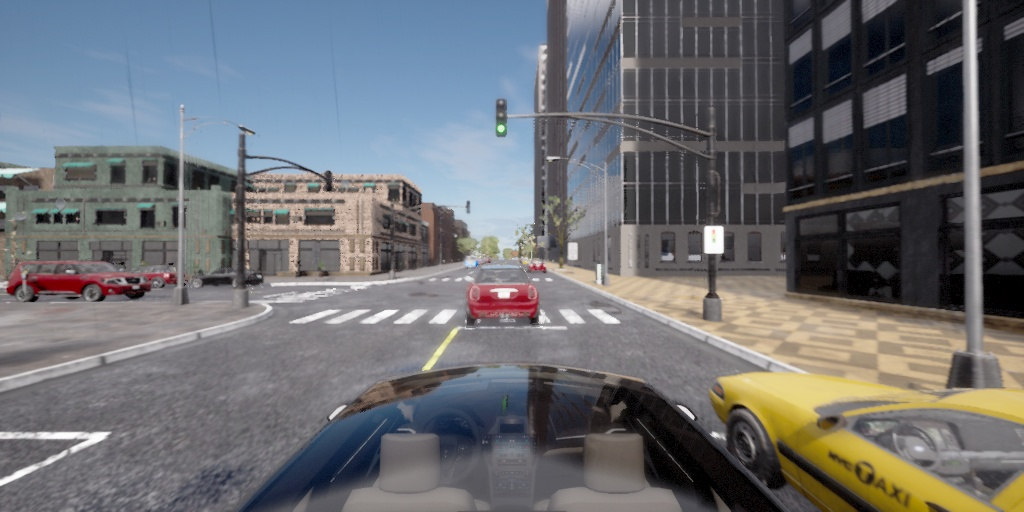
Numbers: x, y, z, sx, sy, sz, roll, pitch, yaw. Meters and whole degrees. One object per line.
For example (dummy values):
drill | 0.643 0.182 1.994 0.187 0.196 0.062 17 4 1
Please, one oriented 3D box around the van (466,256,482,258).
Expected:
van | -5.668 0.925 50.582 1.690 1.789 3.998 0 0 0

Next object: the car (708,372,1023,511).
car | 2.829 1.276 1.717 1.751 1.417 4.829 0 0 0

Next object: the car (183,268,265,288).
car | -19.401 1.473 24.630 4.313 1.339 1.948 0 0 1

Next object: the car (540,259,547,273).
car | 2.708 1.062 39.494 1.967 1.591 4.097 0 0 0

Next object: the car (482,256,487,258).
car | -5.662 1.130 61.651 1.802 1.307 4.207 0 0 0

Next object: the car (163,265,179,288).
car | -24.949 1.399 24.704 4.097 1.591 1.967 0 0 1

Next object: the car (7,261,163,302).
car | -19.511 1.121 16.251 5.009 1.841 2.192 0 0 1

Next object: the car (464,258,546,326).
car | -0.468 1.067 11.799 2.097 1.767 4.553 0 0 -7
